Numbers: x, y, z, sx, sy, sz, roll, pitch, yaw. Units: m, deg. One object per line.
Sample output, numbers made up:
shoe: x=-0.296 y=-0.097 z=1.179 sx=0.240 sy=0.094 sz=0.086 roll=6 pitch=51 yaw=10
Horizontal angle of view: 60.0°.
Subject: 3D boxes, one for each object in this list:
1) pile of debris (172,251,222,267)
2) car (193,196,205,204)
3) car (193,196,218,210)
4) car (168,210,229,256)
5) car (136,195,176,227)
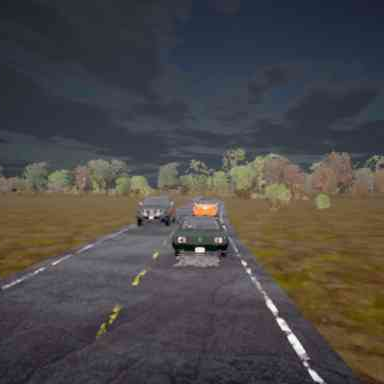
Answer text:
pile of debris: x=0.165 y=2.185 z=10.957 sx=1.500 sy=0.140 sz=1.860 roll=0 pitch=0 yaw=2
car: x=1.385 y=1.545 z=64.547 sx=2.128 sy=1.511 sz=4.902 roll=0 pitch=0 yaw=5
car: x=1.260 y=1.378 z=29.798 sx=2.097 sy=1.767 sz=4.553 roll=0 pitch=0 yaw=4
car: x=0.348 y=1.610 z=13.105 sx=1.895 sy=1.301 sz=4.718 roll=0 pitch=0 yaw=2
car: x=-2.372 y=1.239 z=23.400 sx=2.150 sy=2.045 sz=5.566 roll=0 pitch=0 yaw=3
